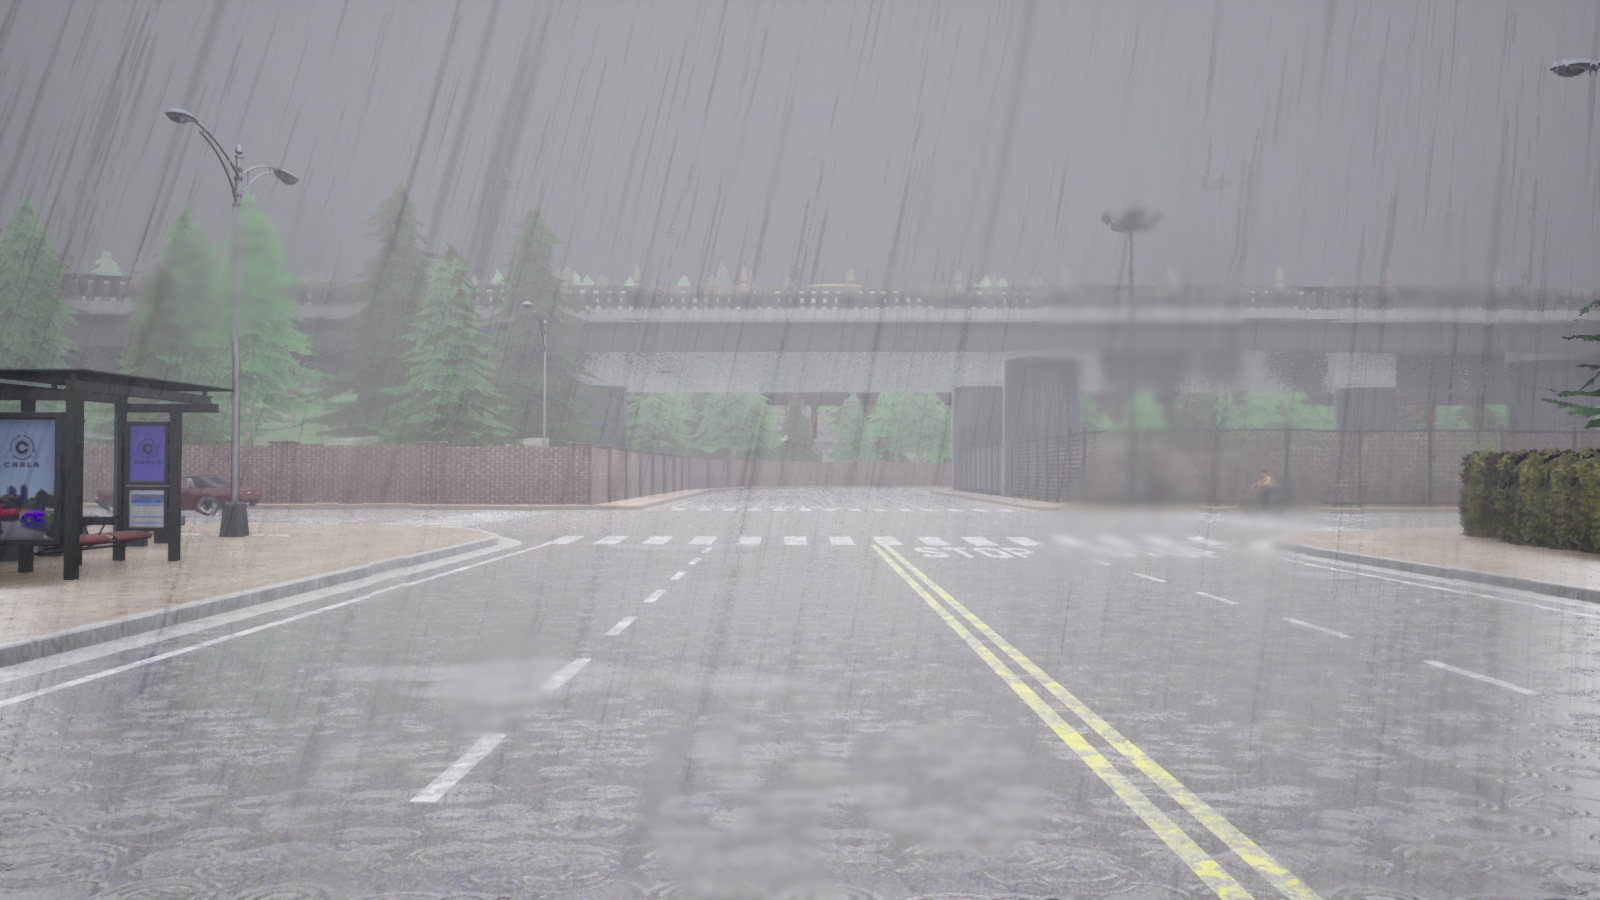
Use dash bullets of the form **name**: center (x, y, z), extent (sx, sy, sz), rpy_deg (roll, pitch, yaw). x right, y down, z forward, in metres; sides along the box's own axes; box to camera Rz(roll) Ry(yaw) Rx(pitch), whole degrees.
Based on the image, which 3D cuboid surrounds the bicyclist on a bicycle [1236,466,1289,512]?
- **bicyclist on a bicycle**: center (16.362, 1.375, 44.437), extent (1.509, 1.612, 0.866), rpy_deg (-1, -1, 1)

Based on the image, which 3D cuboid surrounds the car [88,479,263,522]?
- **car**: center (-20.207, 1.623, 40.746), extent (4.718, 1.301, 1.895), rpy_deg (0, -1, 0)
